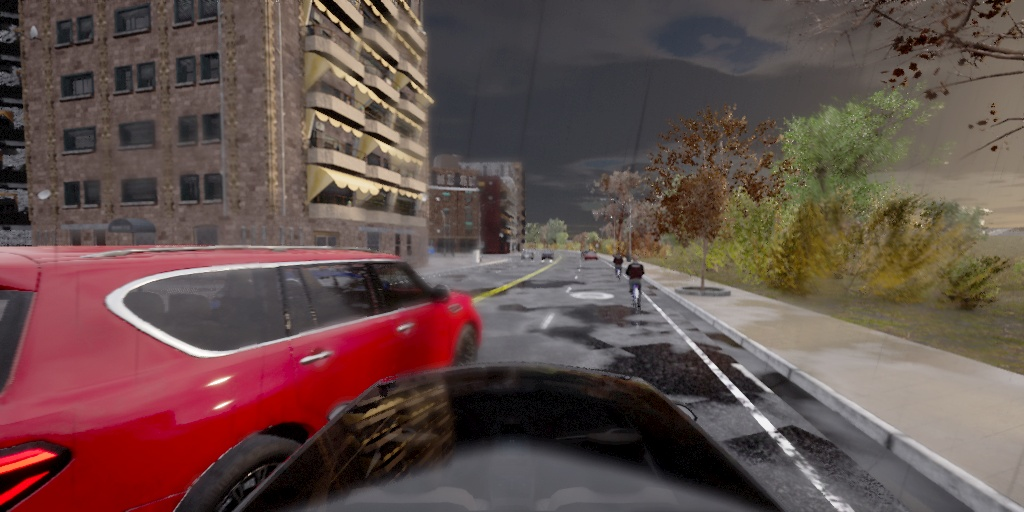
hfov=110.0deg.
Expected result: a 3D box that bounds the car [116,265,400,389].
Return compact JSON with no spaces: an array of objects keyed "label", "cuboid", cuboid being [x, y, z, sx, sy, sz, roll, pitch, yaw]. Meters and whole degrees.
[{"label":"car","cuboid":[-4.654,1.081,7.807,1.882,1.535,5.008,0,1,14]}]

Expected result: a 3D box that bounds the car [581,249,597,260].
[{"label":"car","cuboid":[12.644,-0.122,57.664,1.994,1.385,4.181,0,1,10]}]

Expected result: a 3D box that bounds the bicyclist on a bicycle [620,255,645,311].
[{"label":"bicyclist on a bicycle","cuboid":[4.056,0.860,11.844,0.659,1.776,1.843,0,2,14]}]

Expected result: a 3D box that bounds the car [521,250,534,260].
[{"label":"car","cuboid":[2.528,-0.145,56.856,2.128,1.511,4.902,0,1,7]}]

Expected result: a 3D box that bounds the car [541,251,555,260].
[{"label":"car","cuboid":[5.693,-0.083,56.057,2.033,1.411,5.357,0,1,10]}]

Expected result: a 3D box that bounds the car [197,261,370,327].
[{"label":"car","cuboid":[-7.006,1.011,11.825,1.837,1.490,4.892,0,2,14]}]

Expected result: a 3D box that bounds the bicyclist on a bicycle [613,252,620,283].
[{"label":"bicyclist on a bicycle","cuboid":[6.120,0.634,20.678,0.659,1.776,1.843,0,2,13]}]

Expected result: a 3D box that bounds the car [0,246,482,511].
[{"label":"car","cuboid":[-2.104,0.920,3.771,2.150,2.045,5.566,0,1,14]}]
